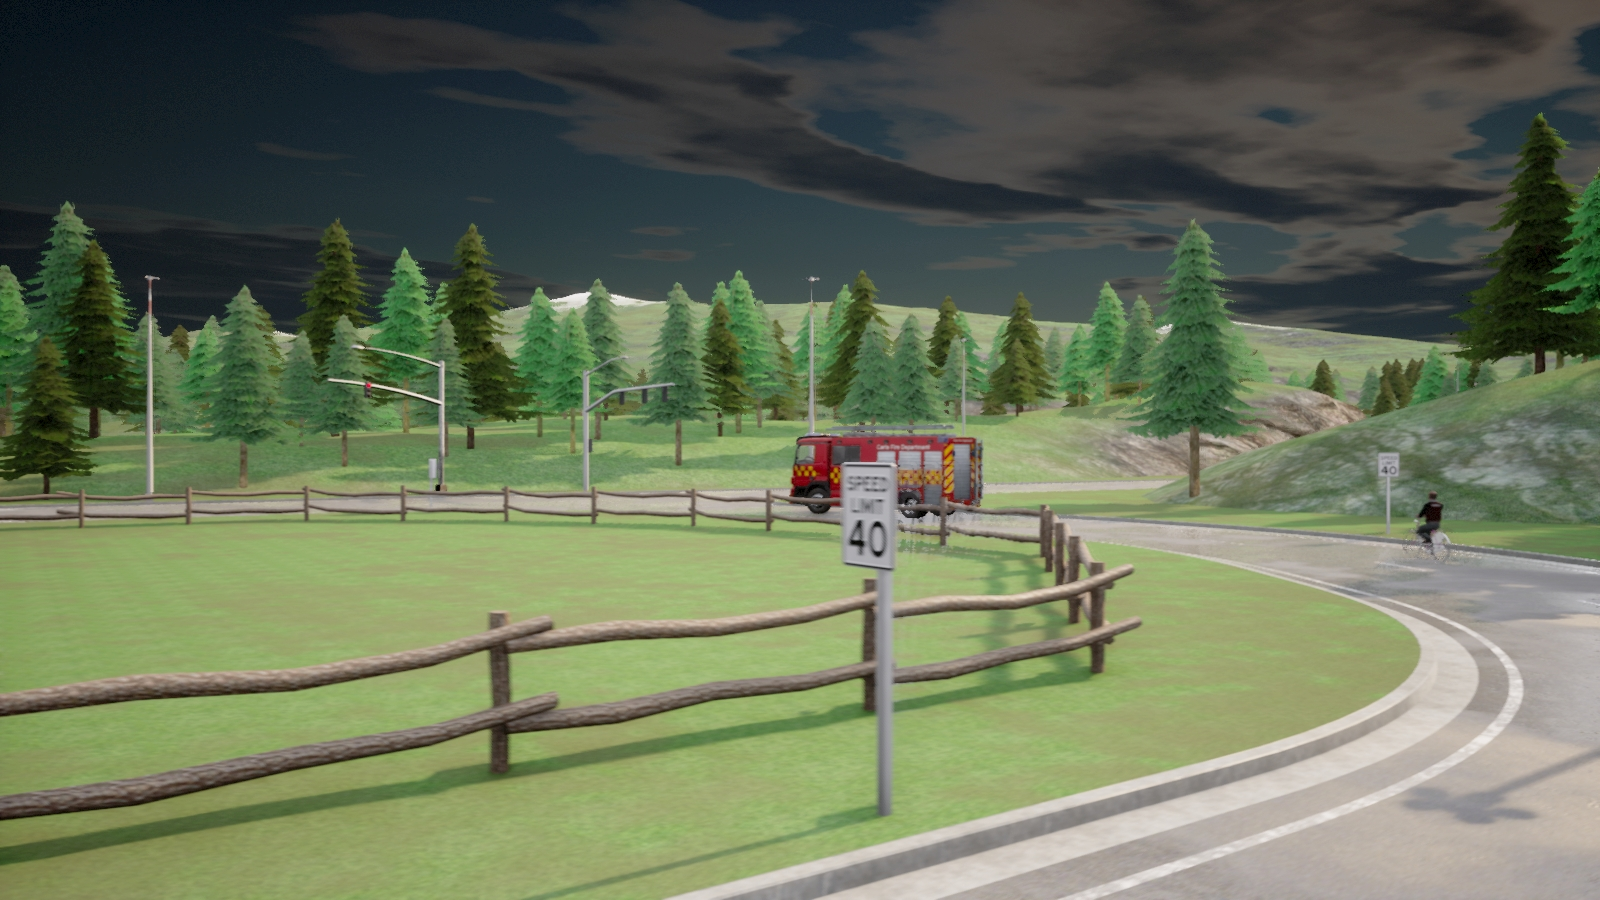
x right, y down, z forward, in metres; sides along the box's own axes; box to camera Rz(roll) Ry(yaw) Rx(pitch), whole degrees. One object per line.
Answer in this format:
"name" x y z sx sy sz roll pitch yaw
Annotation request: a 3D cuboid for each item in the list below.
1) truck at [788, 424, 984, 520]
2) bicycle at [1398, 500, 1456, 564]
"truck" 3.577 0.892 49.450 8.468 3.827 2.891 0 0 42
"bicycle" 15.911 2.061 29.043 0.329 1.471 1.835 0 0 -5
